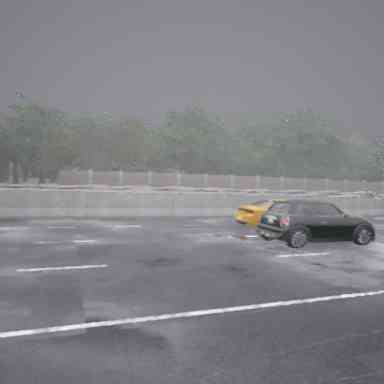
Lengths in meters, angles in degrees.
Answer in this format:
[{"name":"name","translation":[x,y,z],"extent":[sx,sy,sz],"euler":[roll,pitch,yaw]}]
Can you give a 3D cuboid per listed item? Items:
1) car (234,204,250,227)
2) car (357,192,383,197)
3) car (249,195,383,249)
[{"name":"car","translation":[4.591,1.097,16.736],"extent":[5.008,1.535,1.882],"euler":[1,2,-20]},{"name":"car","translation":[21.830,0.817,41.817],"extent":[4.902,1.511,2.128],"euler":[1,2,-20]},{"name":"car","translation":[4.907,1.113,13.118],"extent":[4.553,1.767,2.097],"euler":[1,2,-20]}]
